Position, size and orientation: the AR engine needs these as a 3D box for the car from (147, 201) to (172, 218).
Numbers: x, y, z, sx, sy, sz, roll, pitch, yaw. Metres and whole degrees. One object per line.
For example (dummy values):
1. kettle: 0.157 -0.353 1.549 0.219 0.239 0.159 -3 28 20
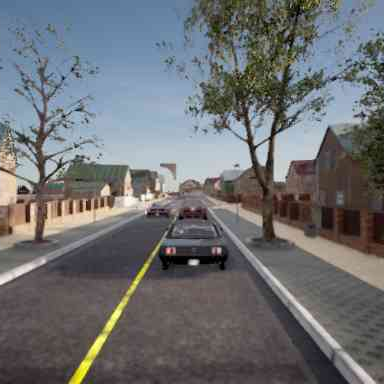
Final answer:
1. car: -2.800 1.509 29.217 1.895 1.301 4.718 0 0 0

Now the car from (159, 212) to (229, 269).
1. car: 0.066 1.566 10.990 1.895 1.301 4.718 0 0 0

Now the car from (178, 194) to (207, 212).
1. car: 0.071 1.270 26.037 2.097 1.767 4.553 0 0 0

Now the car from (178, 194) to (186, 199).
1. car: -2.710 1.176 91.094 2.033 1.411 5.357 0 0 0
